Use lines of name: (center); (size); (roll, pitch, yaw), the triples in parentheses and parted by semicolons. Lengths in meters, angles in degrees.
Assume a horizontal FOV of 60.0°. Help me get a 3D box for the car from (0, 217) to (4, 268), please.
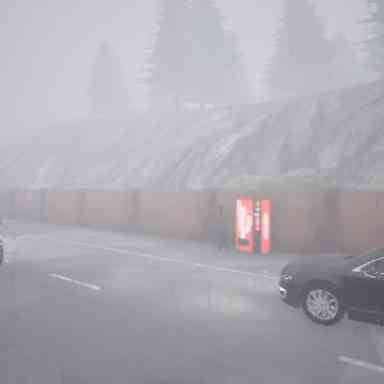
car: (-7.065, 1.474, 9.498); (4.674, 1.442, 1.812); (1, 0, 38)

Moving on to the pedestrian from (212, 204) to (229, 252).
pedestrian: (1.124, 1.308, 12.582); (0.375, 1.860, 0.375); (0, 0, 38)

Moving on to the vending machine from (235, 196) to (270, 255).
vending machine: (2.325, 1.219, 12.759); (0.880, 2.100, 1.100); (0, 0, 38)

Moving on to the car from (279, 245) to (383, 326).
car: (3.927, 1.541, 5.505); (4.892, 1.490, 1.837); (1, 1, 36)
